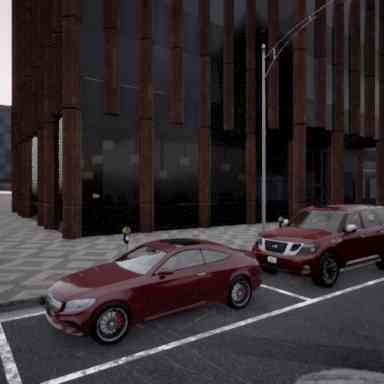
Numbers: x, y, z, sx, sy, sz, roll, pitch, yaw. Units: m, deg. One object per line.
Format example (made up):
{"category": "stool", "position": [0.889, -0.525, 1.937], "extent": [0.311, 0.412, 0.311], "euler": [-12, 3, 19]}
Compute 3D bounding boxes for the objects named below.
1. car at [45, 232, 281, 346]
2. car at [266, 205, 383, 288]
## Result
{"category": "car", "position": [-0.481, 1.580, 6.289], "extent": [4.206, 1.307, 1.802], "euler": [0, 0, -35]}
{"category": "car", "position": [3.975, 1.311, 9.438], "extent": [5.009, 1.841, 2.192], "euler": [0, 0, -35]}
